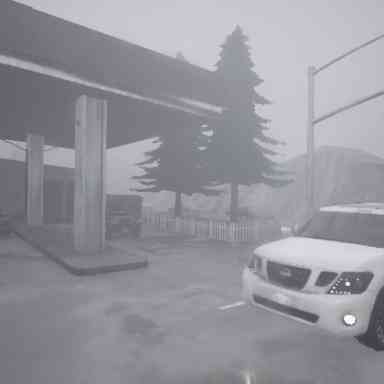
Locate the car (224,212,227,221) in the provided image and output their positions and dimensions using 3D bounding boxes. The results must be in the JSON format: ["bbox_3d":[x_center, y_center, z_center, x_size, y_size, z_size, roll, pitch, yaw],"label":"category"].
[{"bbox_3d":[4.307,1.814,24.936,1.994,1.385,4.181,1,0,-35],"label":"car"}]

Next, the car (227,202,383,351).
[{"bbox_3d":[3.504,1.255,6.639,5.566,2.045,2.150,1,0,-38],"label":"car"}]

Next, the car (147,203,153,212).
[{"bbox_3d":[-6.467,1.650,40.267,1.812,1.442,4.674,1,0,-35],"label":"car"}]

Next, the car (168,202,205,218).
[{"bbox_3d":[-0.606,1.718,31.937,1.812,1.442,4.674,1,0,-35],"label":"car"}]

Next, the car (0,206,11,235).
[{"bbox_3d":[-11.544,1.522,18.557,2.242,1.667,4.611,1,0,-36],"label":"car"}]

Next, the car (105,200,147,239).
[{"bbox_3d":[-4.413,1.446,18.345,1.905,1.878,3.866,1,0,-36],"label":"car"}]
